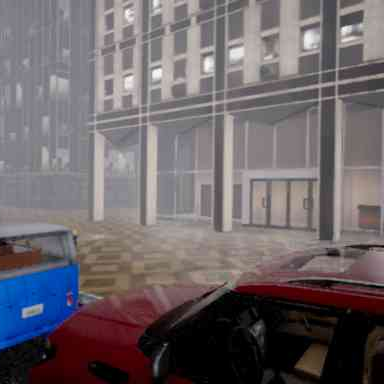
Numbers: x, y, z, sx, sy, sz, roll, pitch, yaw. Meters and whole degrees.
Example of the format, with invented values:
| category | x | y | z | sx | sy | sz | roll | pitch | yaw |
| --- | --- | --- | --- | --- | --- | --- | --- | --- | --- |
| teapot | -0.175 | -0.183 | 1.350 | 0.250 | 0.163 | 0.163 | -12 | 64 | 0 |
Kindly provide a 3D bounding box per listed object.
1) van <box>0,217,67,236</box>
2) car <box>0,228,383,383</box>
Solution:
| category | x | y | z | sx | sy | sz | roll | pitch | yaw |
| --- | --- | --- | --- | --- | --- | --- | --- | --- | --- |
| van | -3.584 | 1.307 | 5.431 | 3.998 | 1.788 | 1.690 | 0 | 1 | 36 |
| car | 1.038 | 1.314 | 2.122 | 5.009 | 1.841 | 2.192 | 0 | 1 | 36 |
